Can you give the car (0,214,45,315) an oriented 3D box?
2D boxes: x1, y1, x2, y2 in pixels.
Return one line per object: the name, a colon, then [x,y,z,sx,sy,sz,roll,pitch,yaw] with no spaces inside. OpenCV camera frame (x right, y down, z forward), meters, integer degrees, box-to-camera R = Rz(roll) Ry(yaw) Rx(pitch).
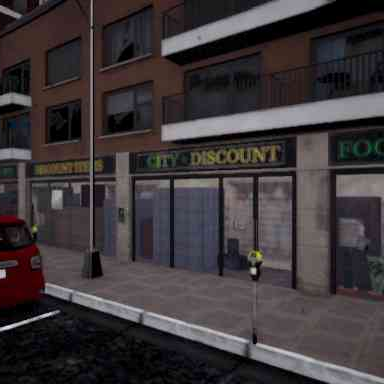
car: [-4.825,1.312,6.316,5.009,1.841,2.192,0,0,36]
